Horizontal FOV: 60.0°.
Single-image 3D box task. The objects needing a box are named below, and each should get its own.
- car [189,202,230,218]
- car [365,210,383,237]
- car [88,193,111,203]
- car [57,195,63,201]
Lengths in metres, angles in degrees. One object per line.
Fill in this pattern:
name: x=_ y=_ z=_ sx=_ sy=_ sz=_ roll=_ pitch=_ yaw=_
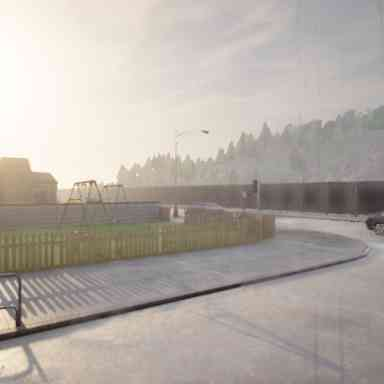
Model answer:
car: x=1.464 y=1.578 z=29.778 sx=1.994 sy=1.385 sz=4.181 roll=0 pitch=0 yaw=-35
car: x=11.114 y=1.521 z=16.234 sx=1.837 sy=1.490 sz=4.892 roll=0 pitch=-1 yaw=-35
car: x=-14.665 y=1.239 z=52.415 sx=2.150 sy=2.045 sz=5.566 roll=0 pitch=0 yaw=-35
car: x=-30.304 y=1.370 z=74.347 sx=2.097 sy=1.767 sz=4.553 roll=0 pitch=0 yaw=-35
